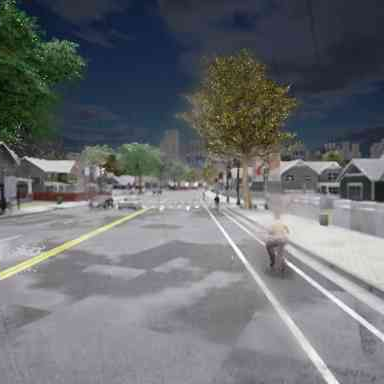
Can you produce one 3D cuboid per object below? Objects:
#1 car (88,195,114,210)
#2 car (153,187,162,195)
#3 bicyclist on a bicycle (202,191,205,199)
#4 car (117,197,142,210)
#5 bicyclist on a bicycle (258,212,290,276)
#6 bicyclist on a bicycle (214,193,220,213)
[{"bbox_3d":[-9.751,1.061,36.040,2.128,1.511,4.902,0,1,0],"label":"car"},{"bbox_3d":[-9.738,-0.343,93.542,2.150,2.045,5.566,0,1,0],"label":"car"},{"bbox_3d":[2.258,0.675,63.199,0.582,1.620,1.656,0,0,0],"label":"bicyclist on a bicycle"},{"bbox_3d":[-6.509,1.181,35.078,1.895,1.301,4.718,0,1,0],"label":"car"},{"bbox_3d":[2.264,1.329,8.946,0.866,1.612,1.509,0,1,0],"label":"bicyclist on a bicycle"},{"bbox_3d":[2.254,1.009,30.225,0.659,1.776,1.843,0,1,0],"label":"bicyclist on a bicycle"}]
